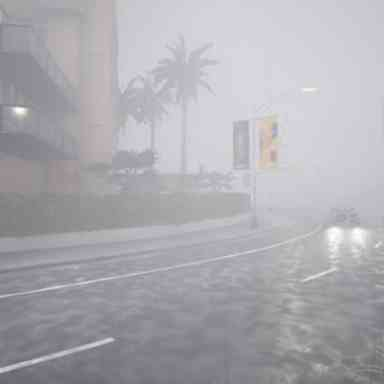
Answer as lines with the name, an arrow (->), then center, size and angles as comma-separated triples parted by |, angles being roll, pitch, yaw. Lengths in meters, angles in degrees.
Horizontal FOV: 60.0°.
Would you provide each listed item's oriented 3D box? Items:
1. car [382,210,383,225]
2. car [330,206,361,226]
car -> 14.044, 1.573, 22.185 | 1.882, 1.535, 5.008 | 0, -1, 22
car -> 11.425, 1.717, 24.954 | 1.895, 1.301, 4.718 | 0, 0, 20
